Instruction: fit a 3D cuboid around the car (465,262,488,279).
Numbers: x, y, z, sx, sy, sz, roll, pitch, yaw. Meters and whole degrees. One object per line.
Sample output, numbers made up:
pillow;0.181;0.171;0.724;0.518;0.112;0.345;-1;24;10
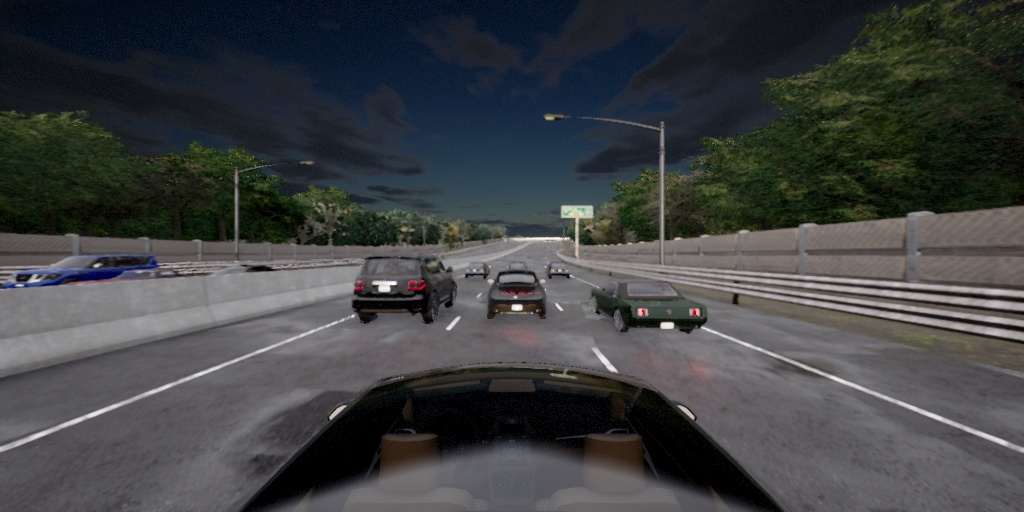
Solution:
car;-2.996;1.238;31.885;2.033;1.411;5.357;0;0;2

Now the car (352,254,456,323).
car;-3.343;0.949;12.153;2.150;2.045;5.566;0;0;0

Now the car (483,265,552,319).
car;0.166;1.234;12.748;1.837;1.490;4.892;0;0;1

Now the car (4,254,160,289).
car;-20.972;0.924;18.065;2.150;2.045;5.566;0;0;1

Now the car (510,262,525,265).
car;0.504;1.241;31.830;2.033;1.411;5.357;0;0;2

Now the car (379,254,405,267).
car;-19.630;0.690;59.110;2.150;2.045;5.566;0;1;3

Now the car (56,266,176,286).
car;-17.488;1.308;16.949;1.895;1.301;4.718;0;0;1

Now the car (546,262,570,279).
car;4.010;1.244;32.000;2.033;1.411;5.357;0;0;2

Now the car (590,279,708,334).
car;3.644;1.337;10.585;1.895;1.301;4.718;0;0;0

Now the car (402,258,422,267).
car;-16.180;1.010;58.163;1.812;1.442;4.674;0;1;3

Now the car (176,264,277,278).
car;-13.963;1.212;18.450;1.837;1.490;4.892;0;0;1

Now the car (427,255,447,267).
car;-12.571;0.809;60.249;2.097;1.767;4.553;0;1;3
